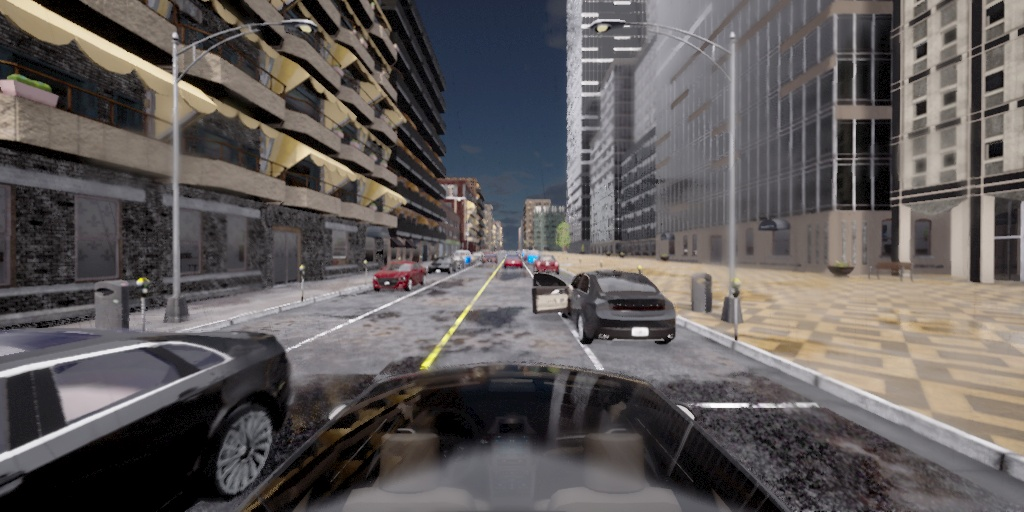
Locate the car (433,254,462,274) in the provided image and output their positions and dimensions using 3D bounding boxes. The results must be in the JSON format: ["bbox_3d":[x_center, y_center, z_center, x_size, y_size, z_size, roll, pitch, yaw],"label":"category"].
[{"bbox_3d":[-5.647,0.735,29.642,1.948,1.339,4.313,0,0,0],"label":"car"}]

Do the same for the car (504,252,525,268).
[{"bbox_3d":[0.137,0.543,38.738,1.994,1.385,4.181,0,1,0],"label":"car"}]

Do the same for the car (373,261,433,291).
[{"bbox_3d":[-5.665,0.945,18.505,1.888,1.381,4.507,0,0,0],"label":"car"}]

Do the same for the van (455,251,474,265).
[{"bbox_3d":[-5.630,0.280,40.780,1.690,1.789,3.998,0,0,0],"label":"van"}]

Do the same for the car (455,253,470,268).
[{"bbox_3d":[-5.639,0.605,35.210,2.007,1.370,4.403,0,0,0],"label":"car"}]

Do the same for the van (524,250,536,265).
[{"bbox_3d":[2.760,0.165,46.334,1.690,1.789,3.998,0,0,0],"label":"van"}]

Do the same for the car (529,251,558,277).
[{"bbox_3d":[2.734,0.609,29.628,1.967,1.591,4.097,0,0,0],"label":"car"}]

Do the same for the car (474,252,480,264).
[{"bbox_3d":[-5.621,0.349,46.178,1.751,1.417,4.829,0,0,0],"label":"car"}]

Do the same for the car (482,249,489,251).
[{"bbox_3d":[-5.594,0.004,62.883,1.751,1.417,4.829,0,0,0],"label":"car"}]

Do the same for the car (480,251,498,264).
[{"bbox_3d":[-2.931,0.351,48.306,1.994,1.385,4.181,0,1,0],"label":"car"}]

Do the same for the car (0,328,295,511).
[{"bbox_3d":[-3.103,1.244,1.580,2.128,1.511,4.902,0,1,0],"label":"car"}]

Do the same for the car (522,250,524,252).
[{"bbox_3d":[2.778,0.176,57.469,1.802,1.307,4.207,0,0,0],"label":"car"}]

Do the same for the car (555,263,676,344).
[{"bbox_3d":[2.364,1.102,9.023,1.837,1.490,4.892,0,1,0],"label":"car"}]
